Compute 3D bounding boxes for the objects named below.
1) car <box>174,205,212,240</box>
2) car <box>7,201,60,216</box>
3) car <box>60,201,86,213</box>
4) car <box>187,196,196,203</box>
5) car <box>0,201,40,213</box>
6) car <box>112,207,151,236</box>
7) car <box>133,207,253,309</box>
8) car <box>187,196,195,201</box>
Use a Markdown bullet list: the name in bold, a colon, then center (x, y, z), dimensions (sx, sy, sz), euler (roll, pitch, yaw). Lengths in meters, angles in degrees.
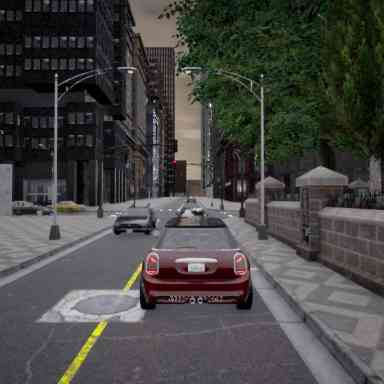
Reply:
- **car**: center (0.035, 1.541, 18.138), dimensions (1.812, 1.442, 4.674), euler (0, 0, 0)
- **car**: center (-14.741, 1.517, 30.046), dimensions (4.403, 1.369, 2.008), euler (0, -1, 0)
- **car**: center (-14.902, 1.675, 38.570), dimensions (4.829, 1.417, 1.752), euler (0, -1, 0)
- **car**: center (-0.180, 1.682, 71.457), dimensions (1.812, 1.442, 4.674), euler (0, 0, 0)
- **car**: center (-20.245, 1.707, 38.581), dimensions (4.403, 1.369, 2.008), euler (0, -1, 0)
- **car**: center (-3.060, 1.564, 18.946), dimensions (2.033, 1.411, 5.357), euler (0, 0, 0)
- **car**: center (0.071, 1.357, 8.012), dimensions (2.097, 1.767, 4.553), euler (0, 0, 0)
- **car**: center (-0.315, 1.805, 91.408), dimensions (1.994, 1.385, 4.181), euler (0, 0, 0)
